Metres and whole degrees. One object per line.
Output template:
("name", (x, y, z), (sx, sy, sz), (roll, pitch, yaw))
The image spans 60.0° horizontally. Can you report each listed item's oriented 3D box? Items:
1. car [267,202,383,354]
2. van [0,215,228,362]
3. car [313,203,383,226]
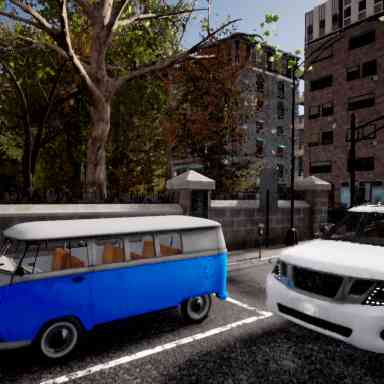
("car", (3.859, 1.225, 6.022), (5.566, 2.045, 2.150), (0, 0, -34))
("van", (-1.246, 1.342, 5.613), (3.998, 1.788, 1.690), (0, 1, -36))
("car", (11.188, 1.519, 23.470), (1.895, 1.301, 4.718), (1, 0, -33))
